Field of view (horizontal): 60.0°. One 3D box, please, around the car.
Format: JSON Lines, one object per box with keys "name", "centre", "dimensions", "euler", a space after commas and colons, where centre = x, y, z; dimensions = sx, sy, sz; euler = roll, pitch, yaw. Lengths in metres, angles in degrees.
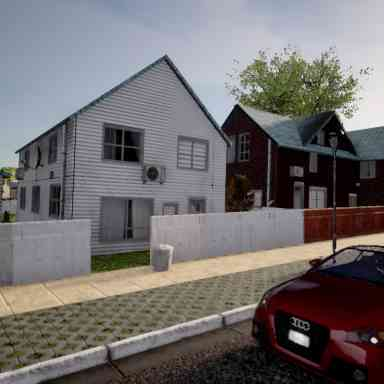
{"name": "car", "centre": [2.902, 1.571, 5.142], "dimensions": [4.181, 1.385, 1.994], "euler": [0, 0, -36]}
